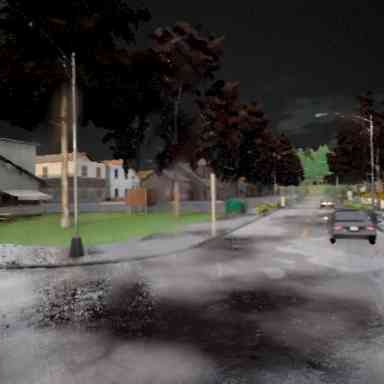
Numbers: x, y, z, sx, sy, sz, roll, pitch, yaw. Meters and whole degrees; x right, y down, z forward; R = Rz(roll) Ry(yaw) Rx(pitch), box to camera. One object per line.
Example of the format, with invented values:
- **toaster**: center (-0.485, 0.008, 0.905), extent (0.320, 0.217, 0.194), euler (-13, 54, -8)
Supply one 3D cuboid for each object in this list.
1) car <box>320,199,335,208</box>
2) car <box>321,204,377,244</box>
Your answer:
- **car**: center (19.098, 1.601, 47.137), extent (1.895, 1.301, 4.718), euler (-1, -1, 20)
- **car**: center (7.411, 1.526, 15.781), extent (2.033, 1.411, 5.357), euler (-1, -1, 20)
